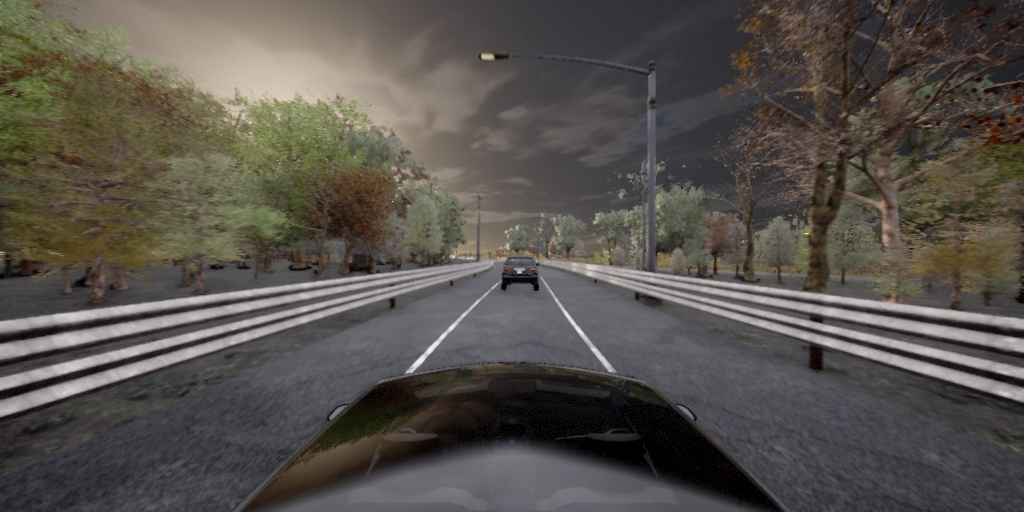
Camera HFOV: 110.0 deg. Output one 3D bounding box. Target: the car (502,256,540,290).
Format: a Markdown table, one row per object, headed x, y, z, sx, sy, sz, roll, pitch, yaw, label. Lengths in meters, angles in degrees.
| x | y | z | sx | sy | sz | roll | pitch | yaw | label |
| --- | --- | --- | --- | --- | --- | --- | --- | --- | --- |
| 0.572 | 0.997 | 22.983 | 2.150 | 2.045 | 5.566 | 0 | 0 | 3 | car |
